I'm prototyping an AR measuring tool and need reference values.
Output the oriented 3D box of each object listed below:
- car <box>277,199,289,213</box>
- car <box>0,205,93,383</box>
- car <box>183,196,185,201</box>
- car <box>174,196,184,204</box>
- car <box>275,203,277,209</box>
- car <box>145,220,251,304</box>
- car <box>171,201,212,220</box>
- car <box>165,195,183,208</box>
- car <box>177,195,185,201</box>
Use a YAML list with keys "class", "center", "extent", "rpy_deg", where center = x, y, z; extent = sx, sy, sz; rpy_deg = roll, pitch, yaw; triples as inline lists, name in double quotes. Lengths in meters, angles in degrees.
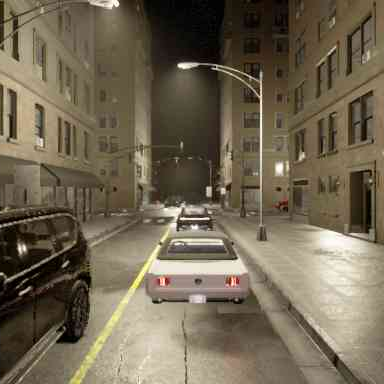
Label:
- class: "car"
  center: [12.161, 1.519, 36.011]
  extent: [4.902, 1.511, 2.128]
  rpy_deg: [0, 0, 0]
- class: "car"
  center: [-2.749, 1.222, 3.517]
  extent: [2.150, 2.045, 5.566]
  rpy_deg: [0, 0, 0]
- class: "car"
  center: [-2.812, 1.552, 58.883]
  extent: [2.128, 1.511, 4.902]
  rpy_deg: [0, 0, 0]
- class: "car"
  center: [-2.731, 1.583, 69.354]
  extent: [1.837, 1.490, 4.892]
  rpy_deg: [0, 0, 0]
- class: "car"
  center: [12.277, 1.352, 38.548]
  extent: [5.009, 1.841, 2.192]
  rpy_deg: [0, 0, 0]
- class: "car"
  center: [0.106, 1.602, 8.087]
  extent: [1.895, 1.301, 4.718]
  rpy_deg: [0, 0, 0]
- class: "car"
  center: [0.111, 1.498, 18.308]
  extent: [2.128, 1.511, 4.902]
  rpy_deg: [0, 0, -1]
- class: "car"
  center: [-2.831, 1.397, 48.992]
  extent: [2.097, 1.767, 4.553]
  rpy_deg: [0, 0, 0]
- class: "car"
  center: [-2.727, 1.556, 82.542]
  extent: [1.812, 1.442, 4.674]
  rpy_deg: [0, 0, 0]
